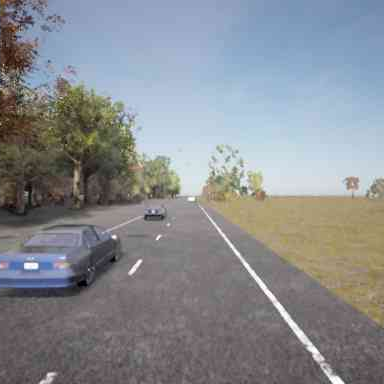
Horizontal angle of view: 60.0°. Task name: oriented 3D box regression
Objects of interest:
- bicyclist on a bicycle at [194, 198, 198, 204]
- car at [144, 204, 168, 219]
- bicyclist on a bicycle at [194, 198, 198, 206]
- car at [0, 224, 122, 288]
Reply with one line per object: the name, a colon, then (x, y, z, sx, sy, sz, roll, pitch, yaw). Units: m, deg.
bicyclist on a bicycle: (0.893, 2.134, 79.601, 0.866, 1.612, 1.509, 0, -1, 0)
car: (-3.426, 1.827, 31.920, 2.033, 1.411, 5.357, 0, 0, 0)
bicyclist on a bicycle: (0.905, 2.071, 70.602, 0.582, 1.620, 1.656, 0, -1, 0)
car: (-3.411, 1.632, 9.556, 2.033, 1.411, 5.357, 0, 0, 0)
